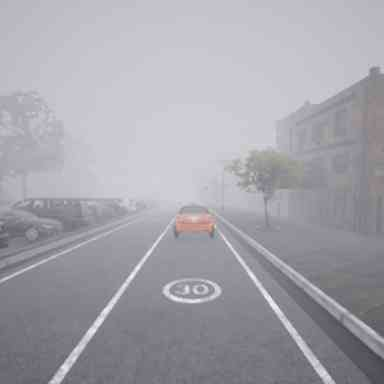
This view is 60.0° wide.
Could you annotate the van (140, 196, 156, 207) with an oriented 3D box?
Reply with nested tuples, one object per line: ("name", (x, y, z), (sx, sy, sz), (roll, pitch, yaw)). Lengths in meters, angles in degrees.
("van", (-8.748, 1.821, 55.465), (4.442, 1.987, 1.878), (0, -1, 0))

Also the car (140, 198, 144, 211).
("car", (-8.822, 1.876, 41.448), (4.792, 1.488, 2.163), (0, -1, 0))

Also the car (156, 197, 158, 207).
("car", (-8.838, 2.118, 58.264), (4.792, 1.488, 2.163), (0, -1, 0))

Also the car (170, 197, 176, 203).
("car", (-3.222, 2.339, 72.453), (1.812, 1.442, 4.674), (0, -1, 0))

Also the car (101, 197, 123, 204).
("car", (-22.008, 2.333, 91.383), (5.566, 2.045, 2.435), (0, -1, 0))

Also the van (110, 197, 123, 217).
("van", (-8.957, 1.487, 30.240), (4.442, 1.987, 1.878), (0, -1, 0))

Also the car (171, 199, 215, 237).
("car", (0.107, 1.467, 18.787), (2.097, 1.767, 4.553), (0, -1, 0))

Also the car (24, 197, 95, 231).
("car", (-8.865, 1.333, 19.029), (5.566, 2.045, 2.435), (0, -1, 0))

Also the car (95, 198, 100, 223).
("car", (-8.805, 1.489, 21.828), (4.553, 1.767, 2.185), (0, -1, 0))

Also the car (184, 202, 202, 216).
("car", (0.116, 1.898, 39.051), (2.033, 1.411, 5.357), (0, -1, 0))

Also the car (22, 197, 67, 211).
("car", (-21.909, 1.708, 49.623), (5.566, 2.045, 2.435), (0, -1, 0))

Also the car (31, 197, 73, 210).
("car", (-21.913, 1.748, 52.284), (5.566, 2.045, 2.435), (0, -1, 0))

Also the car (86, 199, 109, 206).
("car", (-21.971, 2.378, 77.501), (4.892, 1.521, 2.231), (0, -1, 0))

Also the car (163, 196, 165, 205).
("car", (-8.850, 2.173, 72.281), (4.553, 1.767, 2.185), (0, -1, 0))

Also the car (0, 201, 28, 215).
("car", (-21.956, 1.840, 38.482), (4.792, 1.488, 2.163), (0, -1, 0))

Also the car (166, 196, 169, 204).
("car", (-8.858, 2.131, 77.889), (5.566, 2.045, 2.435), (0, -1, 0))

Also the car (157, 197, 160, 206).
("car", (-8.841, 2.160, 61.067), (4.792, 1.488, 2.163), (0, -1, 0))

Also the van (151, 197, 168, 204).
("van", (-9.017, 2.366, 91.903), (4.442, 1.987, 1.878), (0, -1, 0))

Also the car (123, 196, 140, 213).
("car", (-8.874, 1.528, 35.847), (5.566, 2.045, 2.435), (0, -1, 0))

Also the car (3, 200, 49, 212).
("car", (-21.928, 1.882, 44.051), (5.008, 1.535, 2.097), (0, -1, 0))

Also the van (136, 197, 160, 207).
("van", (-8.759, 1.989, 66.677), (4.442, 1.987, 1.878), (0, -1, 0))

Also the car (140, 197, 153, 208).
("car", (-9.045, 1.960, 49.855), (5.366, 1.575, 1.946), (0, -1, 0))

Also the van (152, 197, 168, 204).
("van", (-9.019, 2.408, 94.706), (4.442, 1.987, 1.878), (0, -1, 0))

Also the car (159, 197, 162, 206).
("car", (-8.867, 2.172, 63.870), (5.008, 1.535, 2.097), (0, -1, 0))

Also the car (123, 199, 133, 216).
("car", (-8.837, 1.746, 33.040), (5.008, 1.535, 2.097), (0, -1, 0))

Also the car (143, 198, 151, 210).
("car", (-8.851, 1.922, 47.056), (5.008, 1.535, 2.097), (0, -1, 0))

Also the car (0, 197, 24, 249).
("car", (-8.870, 1.259, 10.619), (5.566, 2.045, 2.435), (0, 0, 0))

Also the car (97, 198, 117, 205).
("car", (-22.005, 2.376, 85.829), (4.553, 1.767, 2.185), (0, -1, 0))

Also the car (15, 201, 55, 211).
("car", (-21.933, 1.958, 46.711), (4.674, 1.452, 2.002), (0, -1, 0))

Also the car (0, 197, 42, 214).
("car", (-21.902, 1.593, 41.268), (5.566, 2.045, 2.435), (0, -1, 0))

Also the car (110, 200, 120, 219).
("car", (-8.833, 1.681, 27.435), (4.892, 1.521, 2.231), (0, -1, 0))

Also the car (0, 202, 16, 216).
("car", (-21.896, 1.807, 35.697), (4.792, 1.488, 2.163), (0, -1, 0))

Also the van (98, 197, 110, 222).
("van", (-8.721, 1.421, 24.633), (4.442, 1.987, 1.878), (0, -1, 0))

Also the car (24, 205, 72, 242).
("car", (-8.844, 1.557, 16.221), (4.892, 1.521, 2.231), (0, -1, 0))
